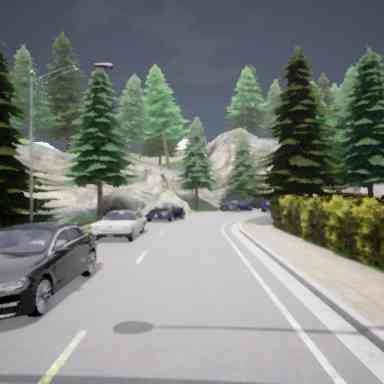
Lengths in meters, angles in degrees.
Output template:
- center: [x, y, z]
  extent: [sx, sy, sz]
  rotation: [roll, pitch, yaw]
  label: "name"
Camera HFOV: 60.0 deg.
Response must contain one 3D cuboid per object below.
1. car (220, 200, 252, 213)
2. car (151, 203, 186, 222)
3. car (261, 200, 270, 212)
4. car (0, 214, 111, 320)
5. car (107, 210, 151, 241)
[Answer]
- center: [5.085, 1.597, 38.201]
  extent: [4.181, 1.385, 1.994]
  rotation: [0, 0, -43]
  label: "car"
- center: [-2.015, 1.587, 26.621]
  extent: [1.994, 1.385, 4.181]
  rotation: [0, 0, 20]
  label: "car"
- center: [10.004, 1.384, 37.872]
  extent: [4.553, 1.767, 2.097]
  rotation: [0, 0, -37]
  label: "car"
- center: [-3.579, 1.498, 7.536]
  extent: [2.128, 1.511, 4.902]
  rotation: [0, 0, 0]
  label: "car"
- center: [-3.540, 1.615, 16.809]
  extent: [1.895, 1.301, 4.718]
  rotation: [0, 0, 2]
  label: "car"
